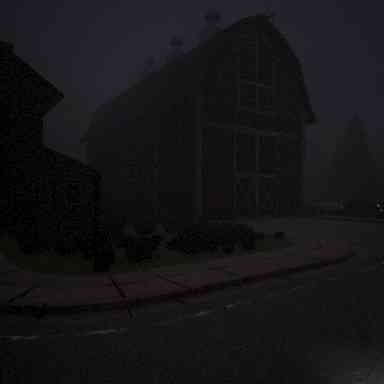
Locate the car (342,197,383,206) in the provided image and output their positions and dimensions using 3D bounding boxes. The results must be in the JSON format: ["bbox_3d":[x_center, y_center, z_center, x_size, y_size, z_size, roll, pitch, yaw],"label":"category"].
[{"bbox_3d":[18.226,1.363,35.080,2.097,1.767,4.553,0,0,-34],"label":"car"}]
